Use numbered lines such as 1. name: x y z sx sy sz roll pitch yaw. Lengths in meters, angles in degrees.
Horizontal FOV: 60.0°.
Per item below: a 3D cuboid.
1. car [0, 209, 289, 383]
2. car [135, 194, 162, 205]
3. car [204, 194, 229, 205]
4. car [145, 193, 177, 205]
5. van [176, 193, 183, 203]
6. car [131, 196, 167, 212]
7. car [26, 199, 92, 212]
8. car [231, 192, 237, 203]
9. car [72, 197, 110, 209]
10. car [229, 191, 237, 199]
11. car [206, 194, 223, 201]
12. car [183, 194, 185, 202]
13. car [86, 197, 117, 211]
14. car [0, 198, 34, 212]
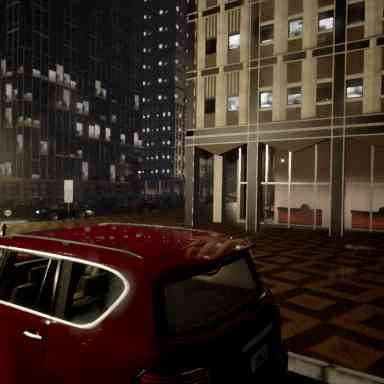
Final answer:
1. car: -1.434 1.314 3.875 5.009 1.841 2.192 0 1 36
2. car: -6.577 1.107 50.572 1.967 1.590 4.097 2 1 30
3. car: 3.590 1.246 51.379 1.967 1.590 4.097 2 1 30
4. car: -4.585 1.250 48.839 1.812 1.442 4.674 1 1 31
5. van: -3.729 0.975 55.457 1.690 1.788 3.998 2 1 30
6. car: -4.946 1.488 36.733 1.802 1.307 4.206 2 1 30
7. car: -10.635 1.537 26.968 1.947 1.339 4.313 2 1 30
8. car: 9.363 1.264 61.293 1.752 1.417 4.829 2 1 30
9. car: -12.273 1.299 40.802 1.947 1.339 4.313 2 1 30
10. car: 10.504 0.784 79.888 2.192 1.841 5.009 2 1 30
11. car: 4.807 1.079 70.119 1.887 1.381 4.507 2 1 30
12. car: -0.884 1.041 60.345 1.967 1.590 4.097 2 1 30
13. car: -10.613 1.357 38.527 1.994 1.385 4.181 1 1 30
14. car: -15.614 1.356 29.932 1.837 1.490 4.892 1 1 30
